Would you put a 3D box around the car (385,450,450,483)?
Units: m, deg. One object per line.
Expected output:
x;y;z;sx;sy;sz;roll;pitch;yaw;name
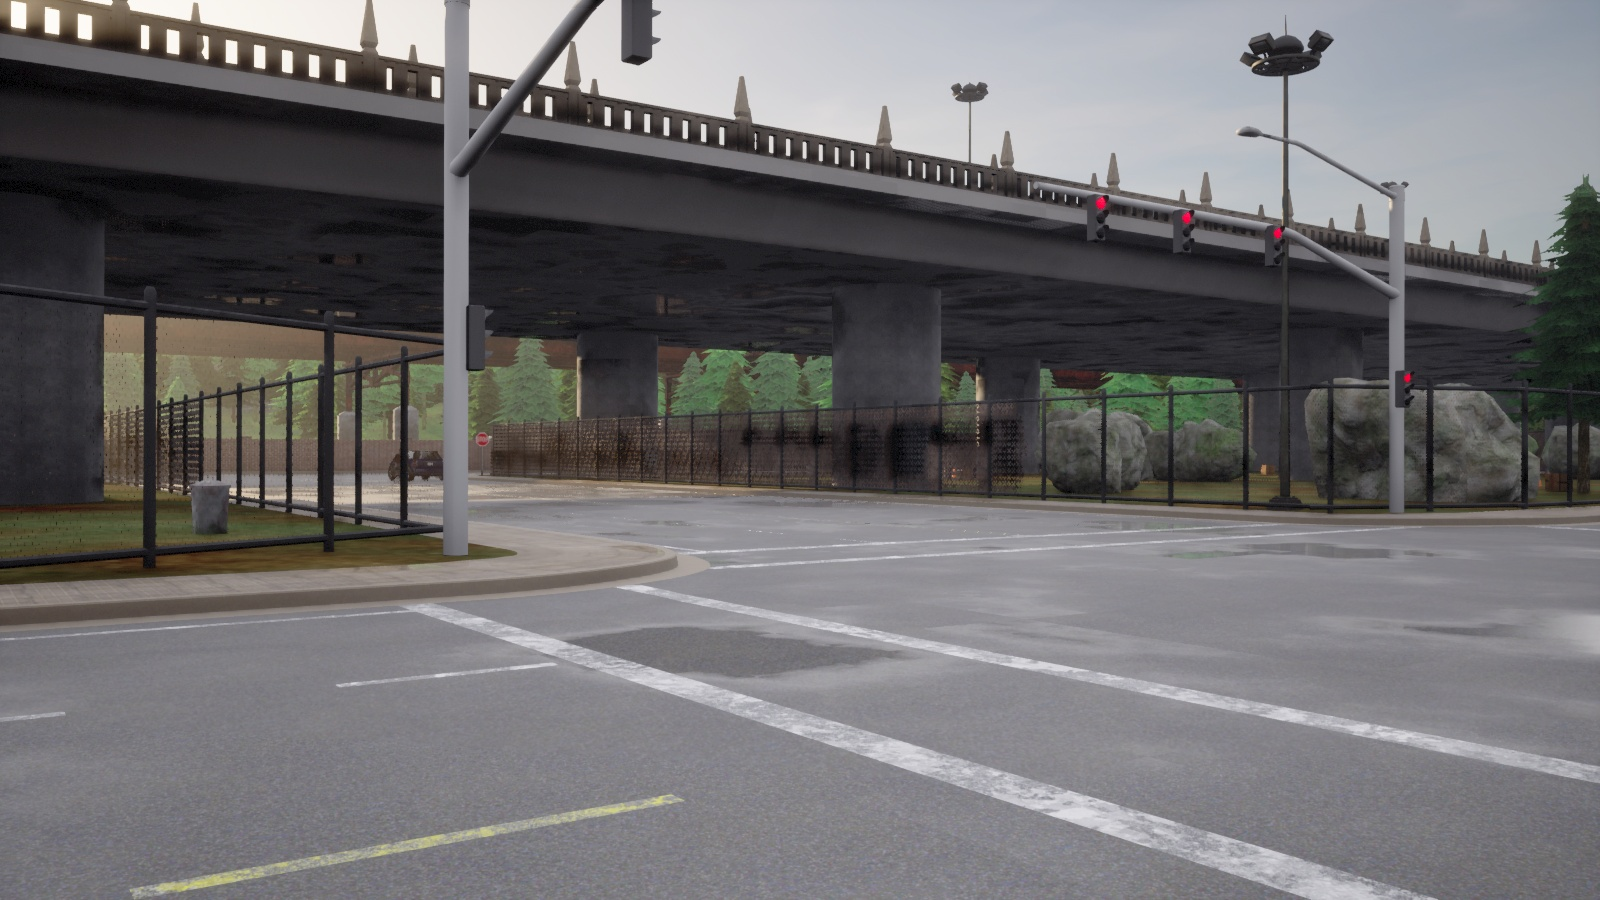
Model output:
-21.011;0.872;68.921;2.097;1.767;4.553;0;0;-35;car
